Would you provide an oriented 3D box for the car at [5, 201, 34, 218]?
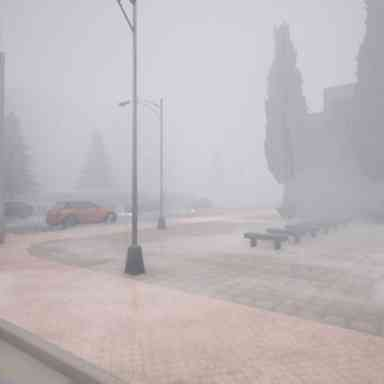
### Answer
[{"bbox_3d":[-16.207,1.521,28.462,1.837,1.490,4.892,0,0,39],"label":"car"}]

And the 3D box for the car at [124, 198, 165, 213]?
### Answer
[{"bbox_3d":[-5.439,1.578,36.612,1.994,1.385,4.181,0,0,38],"label":"car"}]

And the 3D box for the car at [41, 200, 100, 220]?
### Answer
[{"bbox_3d":[-10.742,1.540,29.708,1.812,1.442,4.674,0,0,37],"label":"car"}]

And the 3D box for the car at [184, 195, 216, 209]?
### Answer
[{"bbox_3d":[0.902,1.519,44.834,1.837,1.490,4.892,0,0,38],"label":"car"}]

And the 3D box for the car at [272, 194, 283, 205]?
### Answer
[{"bbox_3d":[16.398,1.576,58.909,1.994,1.385,4.181,0,0,38],"label":"car"}]

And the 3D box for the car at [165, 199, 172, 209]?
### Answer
[{"bbox_3d":[-4.659,1.521,43.363,1.837,1.490,4.892,0,0,38],"label":"car"}]

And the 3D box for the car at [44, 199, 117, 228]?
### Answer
[{"bbox_3d":[-7.303,1.362,22.408,2.097,1.767,4.553,0,0,38],"label":"car"}]

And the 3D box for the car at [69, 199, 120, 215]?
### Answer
[{"bbox_3d":[-10.424,1.508,35.890,2.128,1.511,4.902,0,0,38],"label":"car"}]
